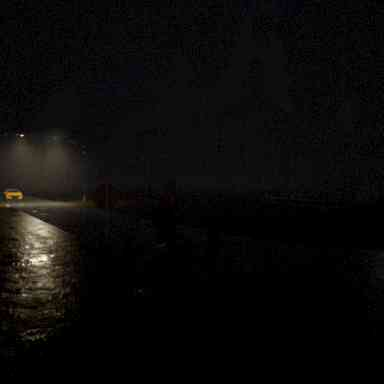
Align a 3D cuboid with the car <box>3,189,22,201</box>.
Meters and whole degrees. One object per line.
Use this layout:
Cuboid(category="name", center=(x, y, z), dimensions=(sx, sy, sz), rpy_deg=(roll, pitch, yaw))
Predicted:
Cuboid(category="car", center=(-24.609, 0.360, 45.641), dimensions=(1.882, 1.535, 5.008), rpy_deg=(0, 1, -35))
